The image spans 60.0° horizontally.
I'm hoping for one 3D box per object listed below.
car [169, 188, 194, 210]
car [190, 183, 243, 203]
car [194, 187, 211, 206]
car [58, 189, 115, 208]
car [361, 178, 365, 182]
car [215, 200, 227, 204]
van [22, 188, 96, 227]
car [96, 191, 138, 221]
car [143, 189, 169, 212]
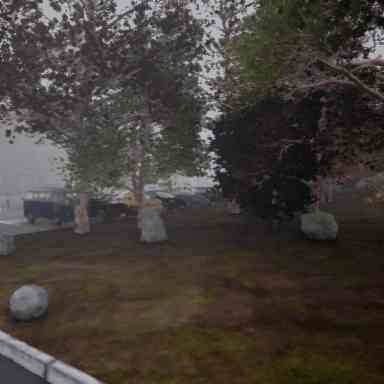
[{"bbox_3d":[-2.637,0.595,25.188,4.792,1.488,2.163,1,4,37],"label":"car"},{"bbox_3d":[2.323,0.012,31.851,4.553,1.767,2.185,1,4,37],"label":"car"},{"bbox_3d":[-1.013,0.423,27.431,4.892,1.521,2.231,1,4,37],"label":"car"},{"bbox_3d":[-9.453,0.534,30.207,1.895,1.301,4.718,1,4,37],"label":"car"},{"bbox_3d":[40.358,-3.491,83.010,5.566,2.045,2.435,1,4,37],"label":"car"},{"bbox_3d":[0.650,0.279,29.648,5.008,1.535,2.097,1,4,37],"label":"car"},{"bbox_3d":[-7.719,0.768,18.590,4.442,1.987,1.878,1,4,37],"label":"van"},{"bbox_3d":[-5.945,0.882,20.739,4.792,1.488,2.163,1,4,37],"label":"car"},{"bbox_3d":[-4.464,0.702,23.091,5.366,1.575,1.946,1,4,37],"label":"car"}]
